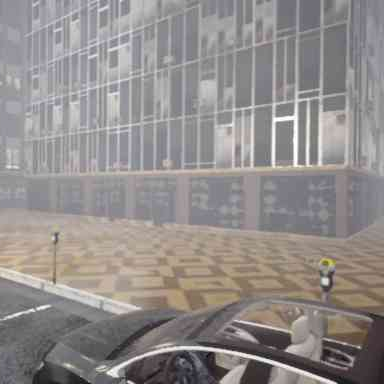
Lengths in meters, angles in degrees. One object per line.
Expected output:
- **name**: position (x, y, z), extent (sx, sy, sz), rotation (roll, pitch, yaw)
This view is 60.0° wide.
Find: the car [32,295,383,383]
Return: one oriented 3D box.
- **car**: position (0.525, 1.543, 2.496), extent (4.403, 1.369, 2.008), rotation (1, 1, 36)
